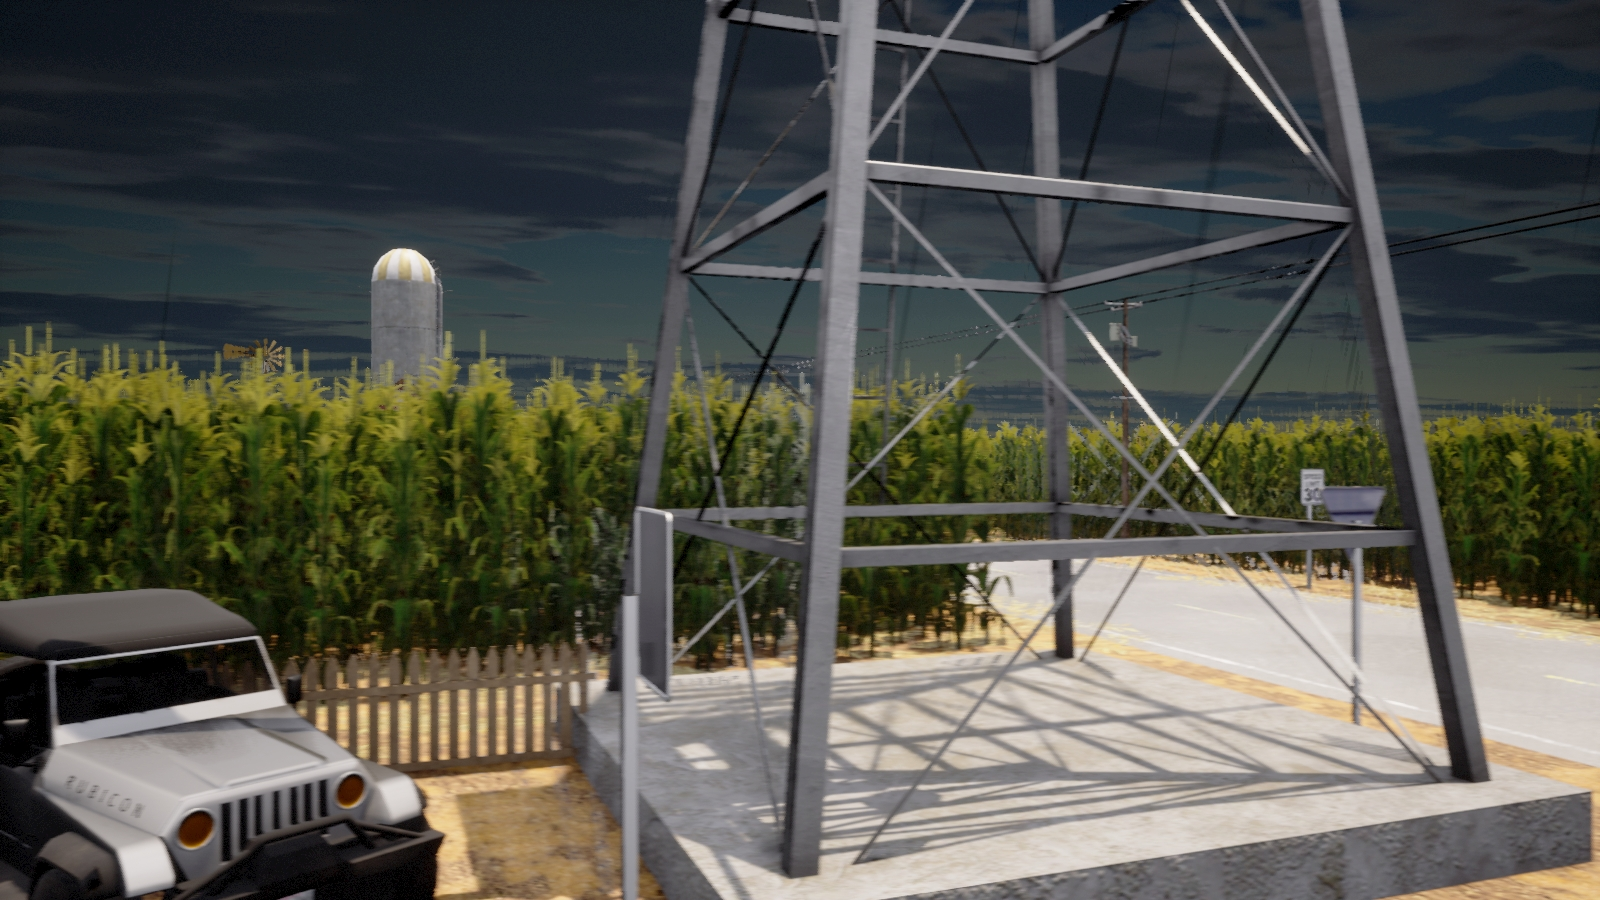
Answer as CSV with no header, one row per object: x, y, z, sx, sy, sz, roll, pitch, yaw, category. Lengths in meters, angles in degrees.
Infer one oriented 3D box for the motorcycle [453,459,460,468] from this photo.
-53.613,2.141,178.330,0.764,1.307,2.356,0,0,-21,motorcycle
